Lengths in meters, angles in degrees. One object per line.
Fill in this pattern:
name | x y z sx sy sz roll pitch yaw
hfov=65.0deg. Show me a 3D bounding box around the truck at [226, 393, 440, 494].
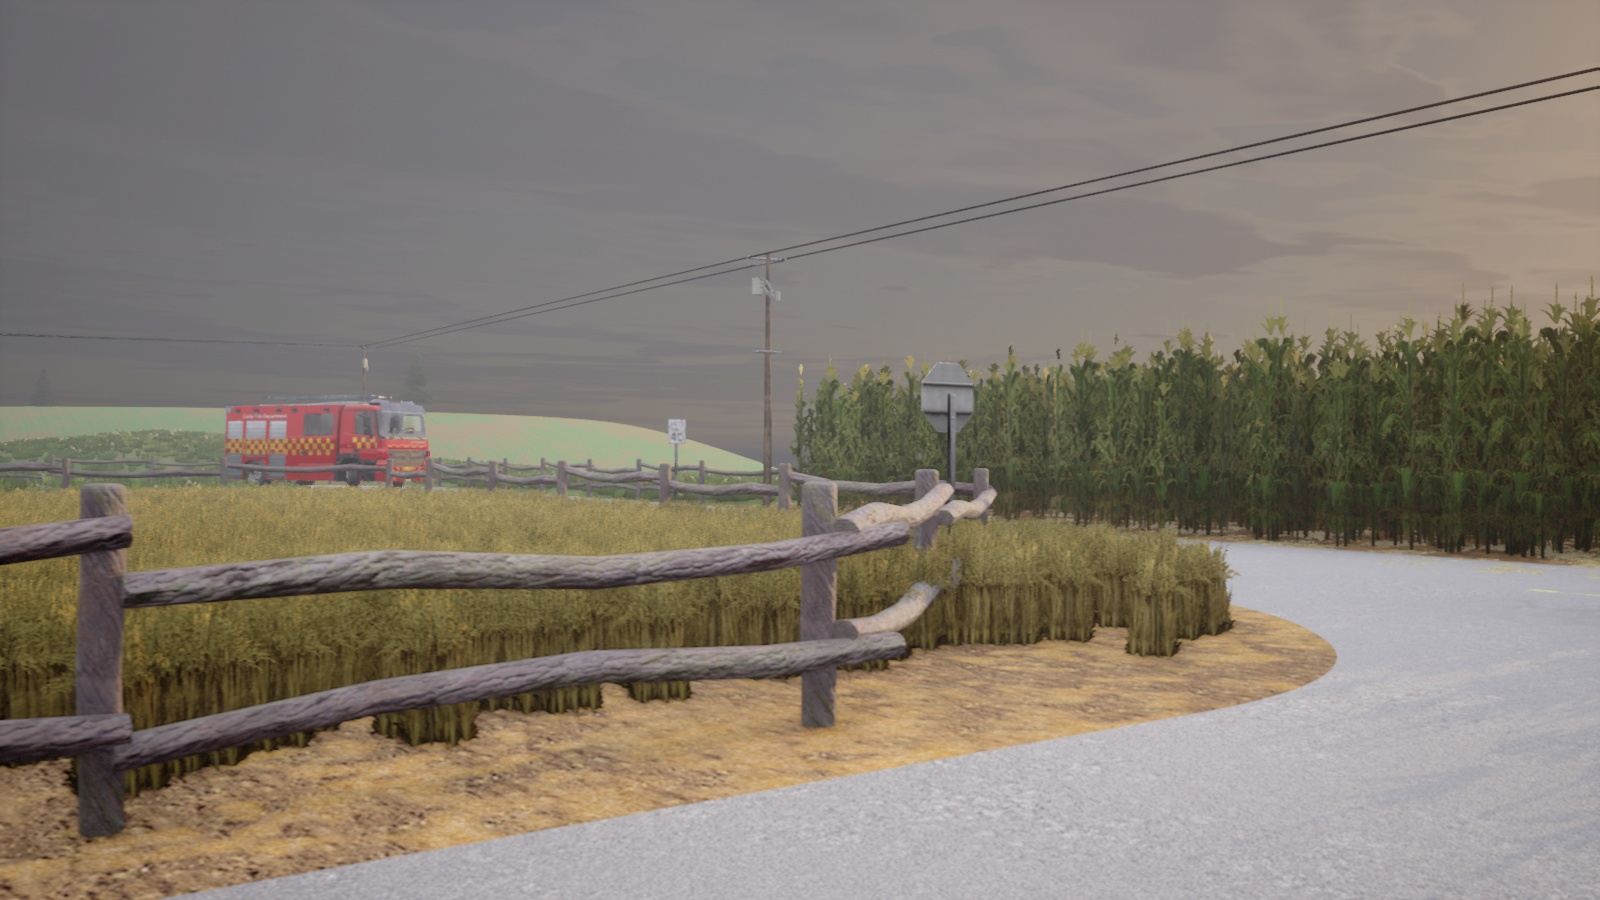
truck | -18.811 -0.228 50.495 8.468 3.827 2.891 0 -1 25
